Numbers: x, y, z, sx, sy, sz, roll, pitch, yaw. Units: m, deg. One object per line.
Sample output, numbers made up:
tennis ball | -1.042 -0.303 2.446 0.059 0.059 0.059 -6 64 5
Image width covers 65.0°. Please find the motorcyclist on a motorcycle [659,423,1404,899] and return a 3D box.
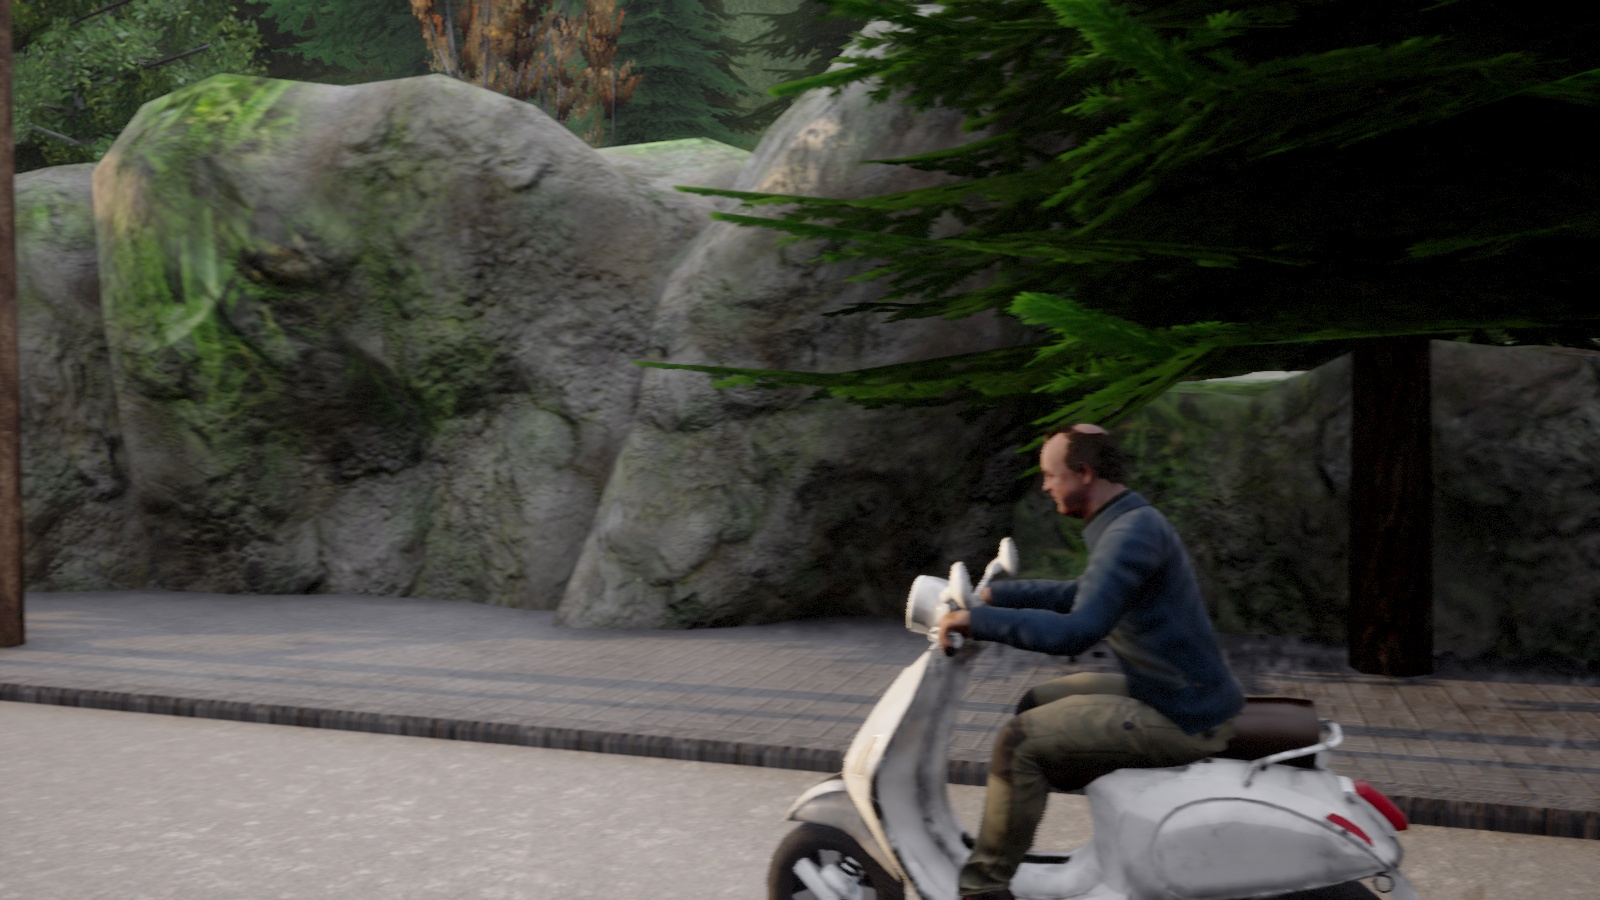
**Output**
motorcyclist on a motorcycle | 0.619 0.726 3.512 1.817 1.590 0.866 1 1 19
